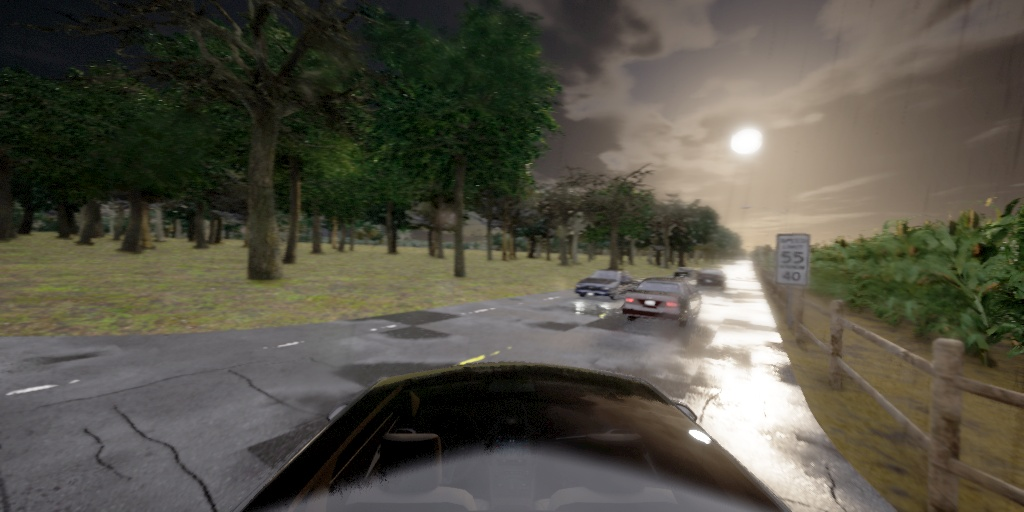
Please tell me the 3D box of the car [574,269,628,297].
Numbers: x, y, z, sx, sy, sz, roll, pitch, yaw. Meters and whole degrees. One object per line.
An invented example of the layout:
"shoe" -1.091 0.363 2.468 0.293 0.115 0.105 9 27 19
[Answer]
"car" 5.114 1.417 18.802 2.033 1.411 5.357 2 0 34

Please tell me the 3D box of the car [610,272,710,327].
"car" 5.397 1.459 12.542 2.033 1.411 5.357 2 0 34

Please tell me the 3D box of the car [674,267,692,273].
"car" 19.604 1.953 40.491 1.895 1.301 4.718 2 0 34

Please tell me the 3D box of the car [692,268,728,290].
"car" 15.585 1.719 27.907 1.882 1.535 5.008 2 0 33
